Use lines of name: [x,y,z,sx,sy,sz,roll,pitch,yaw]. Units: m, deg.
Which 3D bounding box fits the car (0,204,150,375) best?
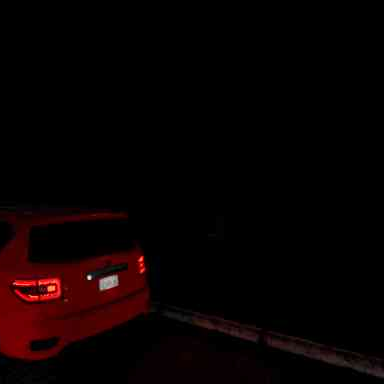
car: [-3.237,1.228,5.686,5.566,2.045,2.150,0,0,35]
